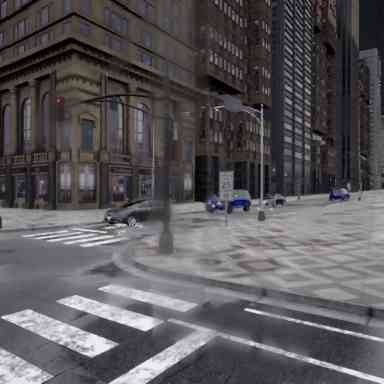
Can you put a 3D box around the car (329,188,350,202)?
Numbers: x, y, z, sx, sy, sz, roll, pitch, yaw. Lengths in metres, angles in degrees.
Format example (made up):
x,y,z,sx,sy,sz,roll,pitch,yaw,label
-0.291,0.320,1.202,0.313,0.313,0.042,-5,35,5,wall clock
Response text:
x,y,z,sx,sy,sz,roll,pitch,yaw,label
23.556,0.440,53.054,2.150,2.045,5.566,0,1,36,car

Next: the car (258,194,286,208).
x,y,z,sx,sy,sz,roll,pitch,yaw,label
9.410,0.960,38.798,2.128,1.511,4.902,0,1,36,car

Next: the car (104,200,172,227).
x,y,z,sx,sy,sz,roll,pitch,yaw,label
-3.303,1.265,21.152,1.837,1.490,4.892,1,1,38,car

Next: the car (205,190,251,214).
x,y,z,sx,sy,sz,roll,pitch,yaw,label
3.452,0.826,30.502,2.150,2.045,5.566,0,1,36,car
